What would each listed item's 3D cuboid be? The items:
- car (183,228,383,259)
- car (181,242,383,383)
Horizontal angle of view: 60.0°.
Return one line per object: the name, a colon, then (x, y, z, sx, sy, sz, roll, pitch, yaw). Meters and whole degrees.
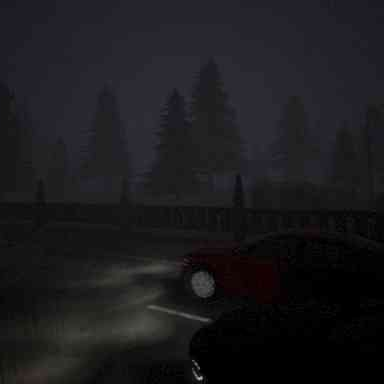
car: (2.074, 1.457, 6.558, 5.008, 1.535, 1.882, 0, 0, 34)
car: (2.231, 1.469, 2.259, 5.008, 1.535, 1.882, 0, 0, 35)
